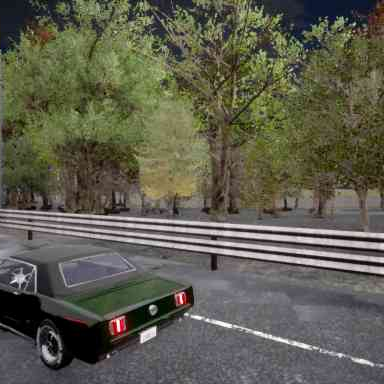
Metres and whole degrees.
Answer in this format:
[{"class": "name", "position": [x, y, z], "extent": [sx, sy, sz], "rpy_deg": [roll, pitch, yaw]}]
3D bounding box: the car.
[{"class": "car", "position": [-2.376, 1.600, 5.704], "extent": [4.718, 1.301, 1.895], "rpy_deg": [0, 0, 36]}]
